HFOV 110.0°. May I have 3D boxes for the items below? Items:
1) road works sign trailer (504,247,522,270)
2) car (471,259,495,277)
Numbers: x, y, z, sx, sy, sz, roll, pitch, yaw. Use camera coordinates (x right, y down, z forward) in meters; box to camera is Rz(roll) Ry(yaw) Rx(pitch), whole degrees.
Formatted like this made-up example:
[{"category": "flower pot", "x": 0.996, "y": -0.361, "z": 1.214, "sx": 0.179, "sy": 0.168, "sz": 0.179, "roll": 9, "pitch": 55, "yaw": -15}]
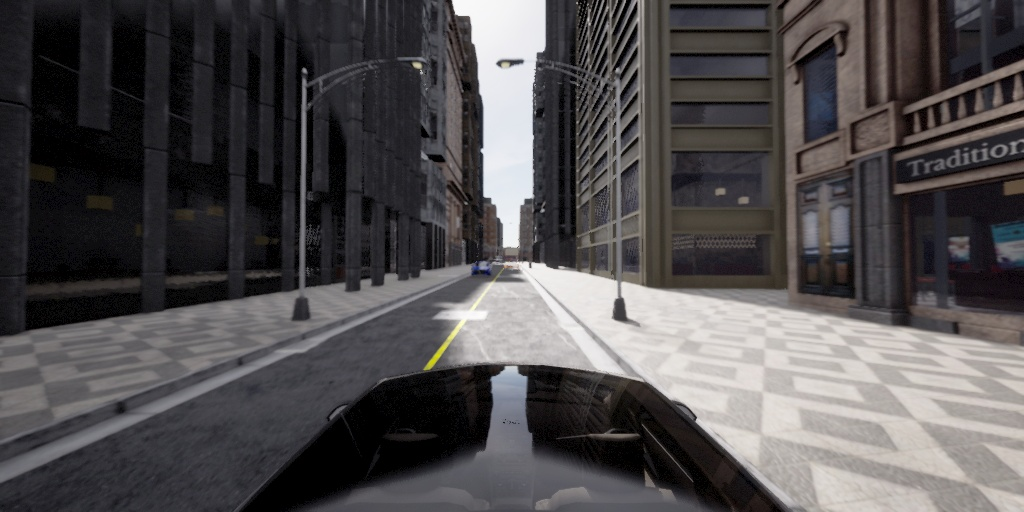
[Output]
[{"category": "road works sign trailer", "x": -0.011, "y": 0.408, "z": 56.079, "sx": 2.380, "sy": 3.560, "sz": 2.880, "roll": 0, "pitch": 0, "yaw": 0}, {"category": "car", "x": -3.096, "y": 1.330, "z": 37.196, "sx": 1.882, "sy": 1.535, "sz": 5.008, "roll": 0, "pitch": 0, "yaw": 0}]
